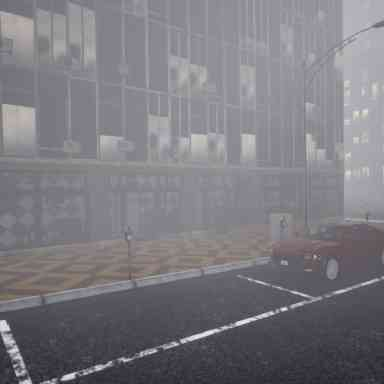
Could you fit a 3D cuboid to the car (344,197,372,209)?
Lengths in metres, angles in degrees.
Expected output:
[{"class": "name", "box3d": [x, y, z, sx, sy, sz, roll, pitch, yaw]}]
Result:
[{"class": "car", "box3d": [18.691, 1.275, 39.604, 1.752, 1.417, 4.829, -1, 1, -35]}]

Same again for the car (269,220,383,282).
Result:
[{"class": "car", "box3d": [4.158, 1.542, 9.721, 4.507, 1.381, 1.887, 0, -1, -36]}]
